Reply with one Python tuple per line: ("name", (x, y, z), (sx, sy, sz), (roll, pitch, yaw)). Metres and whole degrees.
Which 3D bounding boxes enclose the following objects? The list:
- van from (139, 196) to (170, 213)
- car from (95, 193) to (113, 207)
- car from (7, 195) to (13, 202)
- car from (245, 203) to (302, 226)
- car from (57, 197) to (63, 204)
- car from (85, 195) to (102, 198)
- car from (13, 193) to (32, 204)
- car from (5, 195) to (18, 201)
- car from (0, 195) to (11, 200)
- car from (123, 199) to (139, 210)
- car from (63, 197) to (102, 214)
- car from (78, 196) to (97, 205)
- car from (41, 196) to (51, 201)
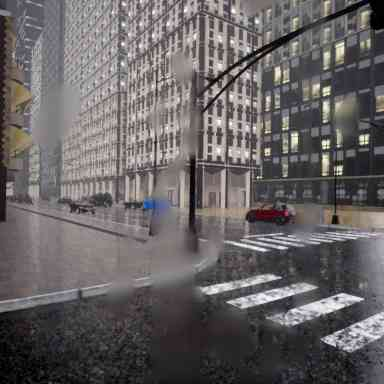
("van", (-4.068, 1.382, 37.743), (1.690, 1.788, 3.998), (1, -1, -35))
("car", (-14.490, 1.255, 53.140), (2.150, 2.045, 5.566), (1, -1, -35))
("car", (-37.068, 1.397, 69.733), (1.947, 1.339, 4.313), (1, -1, -35))
("car", (5.743, 1.505, 23.926), (1.967, 1.590, 4.097), (1, -1, -35))
("car", (-22.598, 1.522, 59.346), (1.994, 1.385, 4.181), (1, -1, -35))
("car", (-15.815, 1.517, 49.795), (2.033, 1.411, 5.357), (1, -1, -36))
("car", (-30.523, 1.155, 60.525), (2.192, 1.841, 5.009), (1, -1, -35))
("car", (-40.338, 1.378, 74.339), (2.008, 1.369, 4.403), (1, -1, -35))
("car", (-46.783, 1.366, 83.413), (1.752, 1.417, 4.829), (1, -1, -35))
("car", (-7.342, 1.584, 42.347), (2.008, 1.369, 4.403), (1, -1, -35))
("car", (-10.903, 1.427, 32.890), (2.008, 1.369, 4.403), (1, -1, -35))
("car", (-18.498, 1.526, 58.843), (1.837, 1.490, 4.892), (1, -1, -35))
("car", (-36.778, 1.571, 83.795), (1.802, 1.307, 4.206), (1, -1, -35))
